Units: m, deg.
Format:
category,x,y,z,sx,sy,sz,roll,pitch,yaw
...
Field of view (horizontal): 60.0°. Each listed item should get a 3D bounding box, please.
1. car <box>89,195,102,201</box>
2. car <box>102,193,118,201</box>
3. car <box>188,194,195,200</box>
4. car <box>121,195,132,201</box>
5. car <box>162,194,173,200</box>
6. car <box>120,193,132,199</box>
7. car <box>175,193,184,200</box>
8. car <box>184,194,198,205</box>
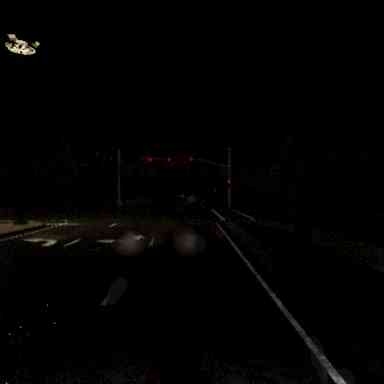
category,x,y,z,sx,sy,sz,roll,pitch,yaw
car,-22.036,1.411,76.756,2.033,1.411,5.357,0,0,0
car,-18.536,1.349,76.709,1.882,1.535,5.008,0,0,0
car,-0.001,1.372,88.399,1.812,1.442,4.674,0,0,1
car,-15.036,1.467,76.479,1.895,1.301,4.718,0,0,0
car,-7.001,1.388,88.400,2.033,1.411,5.357,0,0,1
car,-18.428,1.083,93.169,2.033,1.411,5.357,0,0,1
car,-3.497,1.401,88.812,1.994,1.385,4.181,0,0,1
car,-0.027,1.429,57.382,1.812,1.442,4.674,0,0,0
